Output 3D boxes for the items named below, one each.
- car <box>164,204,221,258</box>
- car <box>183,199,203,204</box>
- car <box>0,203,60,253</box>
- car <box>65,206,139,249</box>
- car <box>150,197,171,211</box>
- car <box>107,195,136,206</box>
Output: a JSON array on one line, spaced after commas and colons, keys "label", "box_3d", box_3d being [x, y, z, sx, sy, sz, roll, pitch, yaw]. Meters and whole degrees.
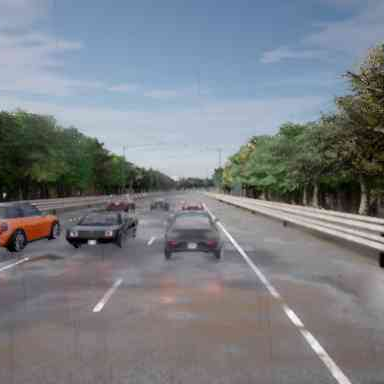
[{"label": "car", "box_3d": [0.030, 1.392, 12.057, 1.812, 1.442, 4.674, 0, 1, 0]}, {"label": "car", "box_3d": [0.097, 1.353, 31.334, 1.895, 1.301, 4.718, 0, 0, 0]}, {"label": "car", "box_3d": [-6.959, 1.210, 13.075, 2.097, 1.767, 4.553, 0, 0, 0]}, {"label": "car", "box_3d": [-3.455, 1.456, 13.777, 1.895, 1.301, 4.718, 0, 0, 0]}, {"label": "car", "box_3d": [-3.393, 1.250, 36.117, 1.812, 1.442, 4.674, 0, 1, 0]}, {"label": "car", "box_3d": [-6.901, 1.095, 32.812, 2.097, 1.767, 4.553, 0, 0, 0]}]
